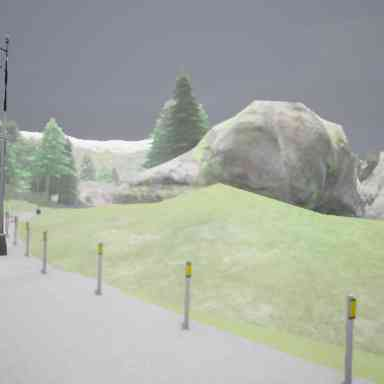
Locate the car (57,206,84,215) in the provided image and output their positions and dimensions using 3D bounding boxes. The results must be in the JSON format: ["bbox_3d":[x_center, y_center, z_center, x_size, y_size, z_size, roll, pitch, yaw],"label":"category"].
[{"bbox_3d":[-18.745,2.806,51.644,1.895,1.301,4.718,2,-4,15],"label":"car"}]
